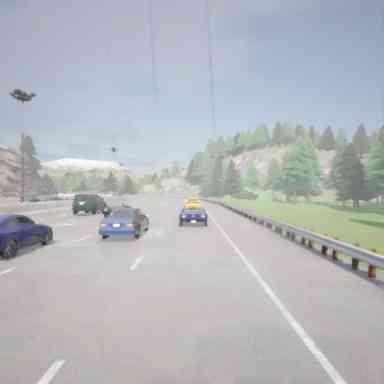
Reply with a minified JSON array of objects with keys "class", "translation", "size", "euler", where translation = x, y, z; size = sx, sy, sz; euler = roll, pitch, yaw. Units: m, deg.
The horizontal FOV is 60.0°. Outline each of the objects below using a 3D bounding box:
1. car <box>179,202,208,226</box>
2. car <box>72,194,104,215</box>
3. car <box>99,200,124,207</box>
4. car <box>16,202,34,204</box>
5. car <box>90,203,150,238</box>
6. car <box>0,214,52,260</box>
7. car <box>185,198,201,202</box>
[{"class":"car","translation":[0.093,1.602,23.574],"size":[1.895,1.301,4.718],"euler":[0,0,0]},{"class":"car","translation":[-10.410,1.222,34.037],"size":[2.150,2.045,5.566],"euler":[0,0,0]},{"class":"car","translation":[-6.909,1.602,31.132],"size":[1.895,1.301,4.718],"euler":[0,0,0]},{"class":"car","translation":[-28.077,1.527,57.951],"size":[1.812,1.442,4.674],"euler":[0,0,0]},{"class":"car","translation":[-3.405,1.548,17.478],"size":[2.033,1.411,5.357],"euler":[0,0,0]},{"class":"car","translation":[-6.903,1.526,12.373],"size":[1.812,1.442,4.674],"euler":[0,0,0]},{"class":"car","translation":[0.088,1.479,41.532],"size":[1.882,1.535,5.008],"euler":[0,0,0]}]
